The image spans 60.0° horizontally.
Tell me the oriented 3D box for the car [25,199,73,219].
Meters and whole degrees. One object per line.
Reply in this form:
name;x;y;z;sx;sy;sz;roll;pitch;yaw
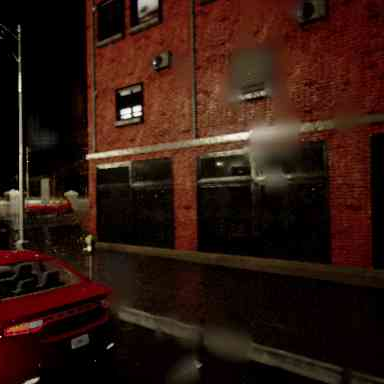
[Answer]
car;-14.561;1.686;33.708;2.192;1.841;5.009;-2;-1;36

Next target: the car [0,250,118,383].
car;-3.088;1.580;5.092;4.507;1.381;1.887;0;-1;36
